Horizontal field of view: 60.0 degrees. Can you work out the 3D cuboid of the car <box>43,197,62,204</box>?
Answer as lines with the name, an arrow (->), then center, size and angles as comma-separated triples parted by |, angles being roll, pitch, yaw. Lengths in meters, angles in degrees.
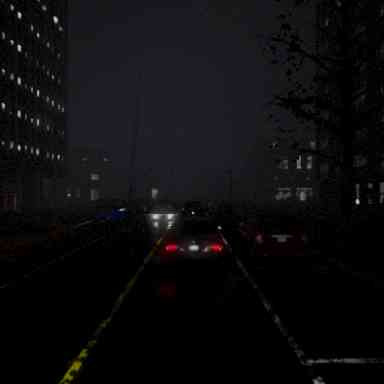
car -> -25.403, 1.494, 58.449 | 4.403, 1.369, 2.008 | 0, -1, 1

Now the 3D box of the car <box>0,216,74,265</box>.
car -> -5.685, 1.541, 11.730 | 1.752, 1.417, 4.829 | 0, 0, 0

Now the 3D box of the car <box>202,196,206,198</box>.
car -> 2.701, 1.608, 46.035 | 2.008, 1.369, 4.403 | 0, 0, 0

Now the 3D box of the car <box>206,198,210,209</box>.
car -> 2.699, 1.588, 34.651 | 1.887, 1.381, 4.507 | 0, 0, 0

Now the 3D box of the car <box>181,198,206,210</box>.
car -> 0.090, 1.543, 31.000 | 1.837, 1.490, 4.892 | 0, 0, 0

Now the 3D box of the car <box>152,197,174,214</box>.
car -> -3.084, 1.571, 36.694 | 1.812, 1.442, 4.674 | 0, 0, 0

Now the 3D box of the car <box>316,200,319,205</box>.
car -> 23.654, 1.752, 57.651 | 4.206, 1.307, 1.802 | 0, -1, 1

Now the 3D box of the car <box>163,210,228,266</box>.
car -> 0.070, 1.563, 11.501 | 2.033, 1.411, 5.357 | 0, 0, 0

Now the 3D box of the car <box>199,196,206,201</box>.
car -> 2.707, 1.692, 89.467 | 1.802, 1.307, 4.206 | 0, 0, 0

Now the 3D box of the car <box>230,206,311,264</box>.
car -> 2.696, 1.456, 11.883 | 1.967, 1.590, 4.097 | 0, 0, 0

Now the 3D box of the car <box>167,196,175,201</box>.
car -> -5.673, 1.660, 89.482 | 2.008, 1.369, 4.403 | 0, 0, 0

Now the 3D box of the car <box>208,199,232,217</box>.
car -> 2.698, 1.587, 28.959 | 2.008, 1.369, 4.403 | 0, 0, 0

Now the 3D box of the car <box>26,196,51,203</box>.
car -> -30.808, 1.556, 66.914 | 4.206, 1.307, 1.802 | 0, -1, 1

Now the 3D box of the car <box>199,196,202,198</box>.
car -> 2.706, 1.662, 78.425 | 1.947, 1.339, 4.313 | 0, 0, 0

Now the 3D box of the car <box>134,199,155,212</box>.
car -> -5.681, 1.600, 40.361 | 2.008, 1.369, 4.403 | 0, 0, 0

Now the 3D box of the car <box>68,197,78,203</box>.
car -> -25.441, 1.522, 66.831 | 4.829, 1.417, 1.752 | 0, -1, 1

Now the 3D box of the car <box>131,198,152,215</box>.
car -> -5.681, 1.483, 34.669 | 1.967, 1.590, 4.097 | 0, 0, 0

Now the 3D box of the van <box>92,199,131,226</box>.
van -> -5.682, 1.370, 23.285 | 1.690, 1.788, 3.998 | 0, 0, 0
